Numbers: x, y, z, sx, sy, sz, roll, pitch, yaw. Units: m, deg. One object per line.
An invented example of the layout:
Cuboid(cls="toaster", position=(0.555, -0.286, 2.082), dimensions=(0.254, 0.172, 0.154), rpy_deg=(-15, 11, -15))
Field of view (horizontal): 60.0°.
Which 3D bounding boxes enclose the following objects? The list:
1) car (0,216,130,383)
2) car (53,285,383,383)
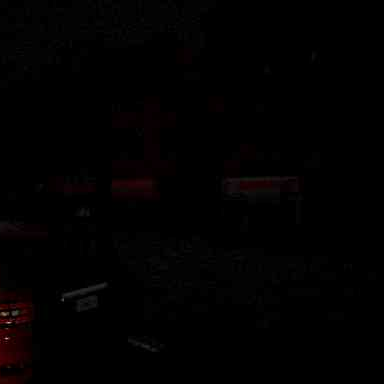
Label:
Cuboid(cls="car", position=(-3.095, 1.294, 5.035), dimensions=(5.009, 1.841, 2.192), rpy_deg=(0, -1, 36))
Cuboid(cls="car", position=(1.413, 1.546, 1.814), dimensions=(4.507, 1.381, 1.887), rpy_deg=(0, -1, 36))
